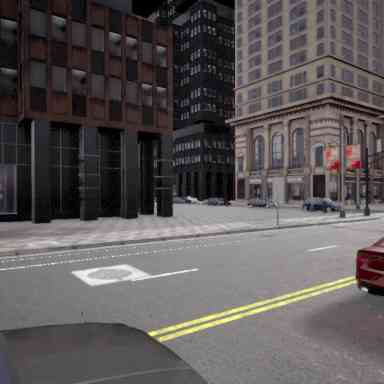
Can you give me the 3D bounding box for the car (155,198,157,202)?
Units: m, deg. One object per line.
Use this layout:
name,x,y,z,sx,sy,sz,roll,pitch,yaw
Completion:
car,-6.704,1.594,73.898,2.128,1.511,4.902,0,0,-35

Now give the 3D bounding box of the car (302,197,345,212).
car,14.939,1.376,37.881,2.097,1.767,4.553,0,0,-35

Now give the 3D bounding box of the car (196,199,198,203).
car,-0.708,1.579,65.587,1.812,1.442,4.674,0,0,-35

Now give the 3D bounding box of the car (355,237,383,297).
car,5.665,1.477,7.480,5.008,1.535,1.882,0,0,-36

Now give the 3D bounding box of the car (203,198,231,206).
car,3.976,1.593,53.415,2.033,1.411,5.357,0,0,-35

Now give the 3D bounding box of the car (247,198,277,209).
car,9.665,1.525,45.348,2.128,1.511,4.902,0,0,-35

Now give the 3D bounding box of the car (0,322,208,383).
car,-2.352,1.547,1.767,5.357,1.411,2.033,0,0,-35

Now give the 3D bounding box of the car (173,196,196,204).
car,-2.132,1.607,62.125,2.033,1.411,5.357,0,0,-35
